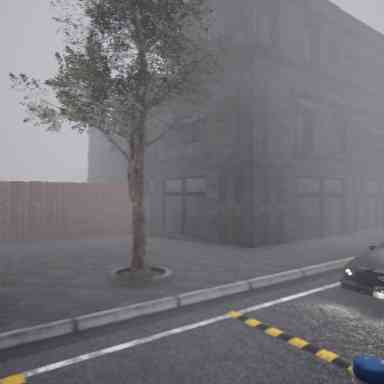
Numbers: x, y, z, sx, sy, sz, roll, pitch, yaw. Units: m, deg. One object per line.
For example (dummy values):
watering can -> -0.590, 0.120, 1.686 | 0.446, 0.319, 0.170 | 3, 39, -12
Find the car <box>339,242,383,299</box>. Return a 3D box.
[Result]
car -> 5.694, 1.550, 7.792 | 5.357, 1.411, 2.033 | 0, 0, -36
